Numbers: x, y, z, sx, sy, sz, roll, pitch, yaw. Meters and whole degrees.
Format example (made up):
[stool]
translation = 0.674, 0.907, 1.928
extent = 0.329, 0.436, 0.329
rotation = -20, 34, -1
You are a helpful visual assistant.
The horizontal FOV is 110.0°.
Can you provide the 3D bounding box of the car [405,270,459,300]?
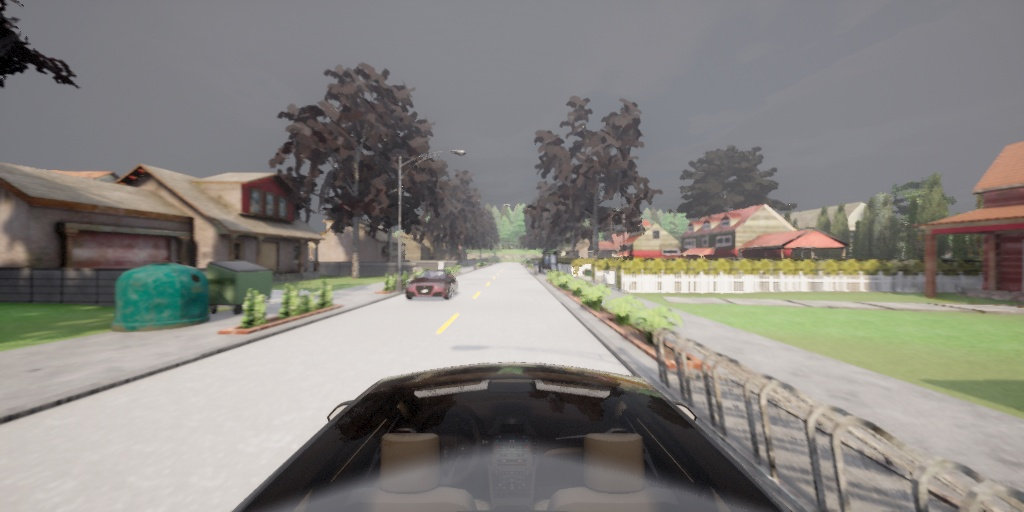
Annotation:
[car]
translation = -3.901, 1.389, 18.052
extent = 1.994, 1.385, 4.181
rotation = 0, 0, 0
